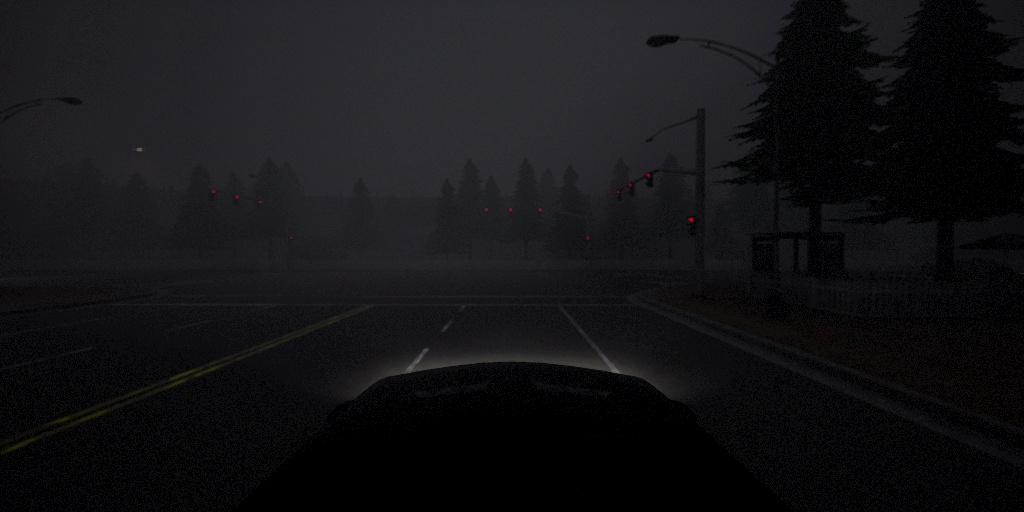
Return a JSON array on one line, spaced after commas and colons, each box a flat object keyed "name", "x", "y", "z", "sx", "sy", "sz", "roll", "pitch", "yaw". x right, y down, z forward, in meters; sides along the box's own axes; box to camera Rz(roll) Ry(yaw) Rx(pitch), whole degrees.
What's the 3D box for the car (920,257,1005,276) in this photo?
[{"name": "car", "x": 35.081, "y": 0.841, "z": 27.920, "sx": 4.892, "sy": 1.490, "sz": 1.837, "roll": 0, "pitch": 0, "yaw": 7}]
